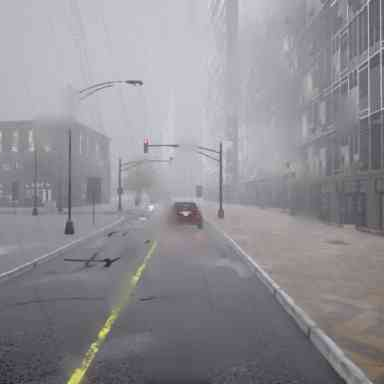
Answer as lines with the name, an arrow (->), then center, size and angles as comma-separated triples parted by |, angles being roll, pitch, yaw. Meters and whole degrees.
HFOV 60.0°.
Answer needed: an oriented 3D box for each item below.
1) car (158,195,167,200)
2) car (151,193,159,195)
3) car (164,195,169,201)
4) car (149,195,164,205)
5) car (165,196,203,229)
car -> -7.786, 1.405, 87.671 | 1.895, 1.301, 4.718 | 0, 0, -11
car -> -7.989, 1.207, 71.745 | 2.150, 2.045, 5.566 | 0, 0, -8
car -> -6.062, 1.454, 77.371 | 1.882, 1.535, 5.008 | 0, 0, -9
car -> -6.094, 1.590, 56.324 | 1.895, 1.301, 4.718 | 0, 0, -6
car -> -0.532, 1.356, 21.928 | 2.097, 1.767, 4.553 | 0, 0, -4
